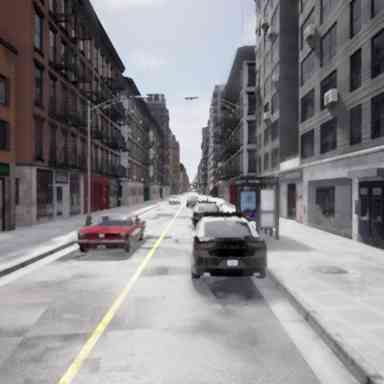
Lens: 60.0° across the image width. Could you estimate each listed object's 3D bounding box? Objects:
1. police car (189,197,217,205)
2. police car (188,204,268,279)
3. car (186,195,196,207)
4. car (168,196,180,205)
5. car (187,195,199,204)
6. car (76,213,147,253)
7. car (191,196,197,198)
[{"bbox_3d":[0.940,1.355,20.099,1.930,1.638,5.238,0,0,0],"label":"police car"},{"bbox_3d":[0.920,1.389,10.099,1.930,1.638,5.238,0,0,0],"label":"police car"},{"bbox_3d":[0.107,1.387,46.665,2.033,1.411,5.357,0,0,0],"label":"car"},{"bbox_3d":[-2.970,1.333,55.381,1.812,1.442,4.674,0,0,0],"label":"car"},{"bbox_3d":[0.120,1.280,60.186,2.128,1.511,4.902,0,0,0],"label":"car"},{"bbox_3d":[-3.074,1.553,13.534,1.895,1.301,4.718,0,0,0],"label":"car"},{"bbox_3d":[0.952,1.365,26.180,1.801,1.575,5.366,0,0,0],"label":"car"}]
